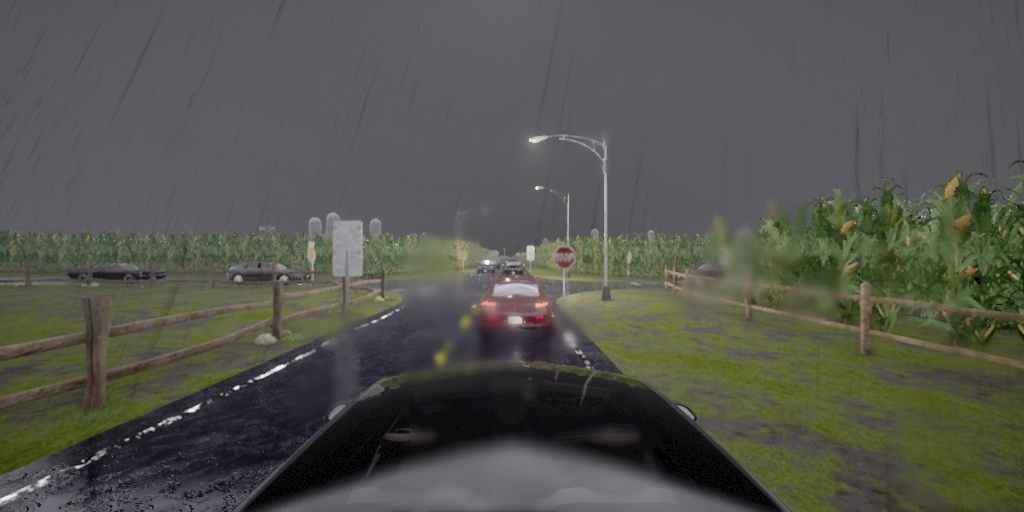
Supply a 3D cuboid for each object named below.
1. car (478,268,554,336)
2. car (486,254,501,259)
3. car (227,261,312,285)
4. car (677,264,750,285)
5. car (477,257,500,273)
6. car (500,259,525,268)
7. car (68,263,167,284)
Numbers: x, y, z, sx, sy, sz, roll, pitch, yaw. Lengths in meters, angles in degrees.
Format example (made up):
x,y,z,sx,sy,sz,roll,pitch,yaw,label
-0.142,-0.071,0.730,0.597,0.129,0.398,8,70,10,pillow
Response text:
x,y,z,sx,sy,sz,roll,pitch,yaw,label
0.101,1.249,10.153,1.812,1.442,4.674,0,0,0,car
-2.811,0.795,51.031,2.150,2.045,5.566,0,0,0,car
-15.656,1.085,23.251,4.892,1.490,1.837,0,0,1,car
14.462,1.293,25.892,4.892,1.490,1.837,0,0,1,car
-2.826,1.161,40.698,2.033,1.411,5.357,0,0,0,car
0.113,1.149,32.598,1.837,1.490,4.892,0,0,0,car
-25.533,1.127,23.352,4.718,1.301,1.895,0,0,0,car
